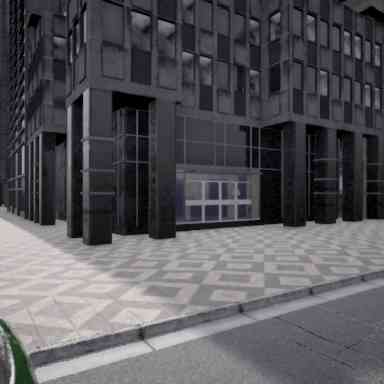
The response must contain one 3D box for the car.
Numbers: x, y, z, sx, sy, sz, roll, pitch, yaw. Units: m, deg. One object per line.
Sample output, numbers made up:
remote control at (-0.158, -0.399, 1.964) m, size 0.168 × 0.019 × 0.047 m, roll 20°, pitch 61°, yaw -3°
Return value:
car at (-2.918, 1.353, 1.199) m, size 4.553 × 1.767 × 2.097 m, roll 0°, pitch 0°, yaw -36°
